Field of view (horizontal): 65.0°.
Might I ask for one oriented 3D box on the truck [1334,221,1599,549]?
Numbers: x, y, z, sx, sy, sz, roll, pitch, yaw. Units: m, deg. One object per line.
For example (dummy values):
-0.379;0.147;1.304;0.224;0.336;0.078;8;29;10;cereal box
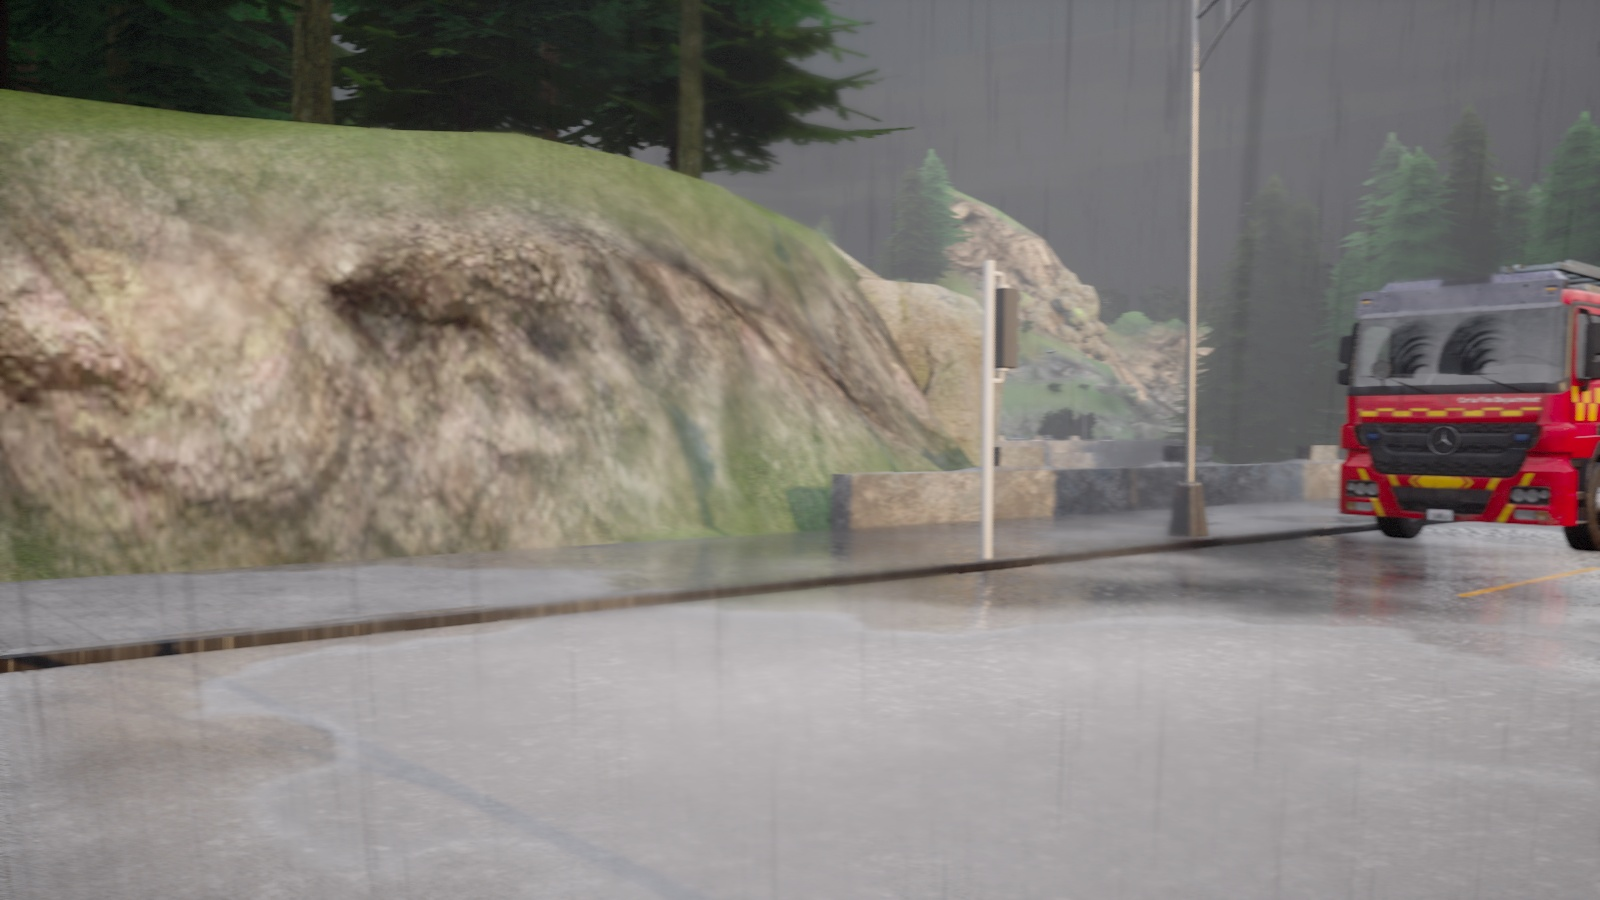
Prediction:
11.312;-0.843;18.513;8.468;3.827;2.891;-1;1;-41;truck
